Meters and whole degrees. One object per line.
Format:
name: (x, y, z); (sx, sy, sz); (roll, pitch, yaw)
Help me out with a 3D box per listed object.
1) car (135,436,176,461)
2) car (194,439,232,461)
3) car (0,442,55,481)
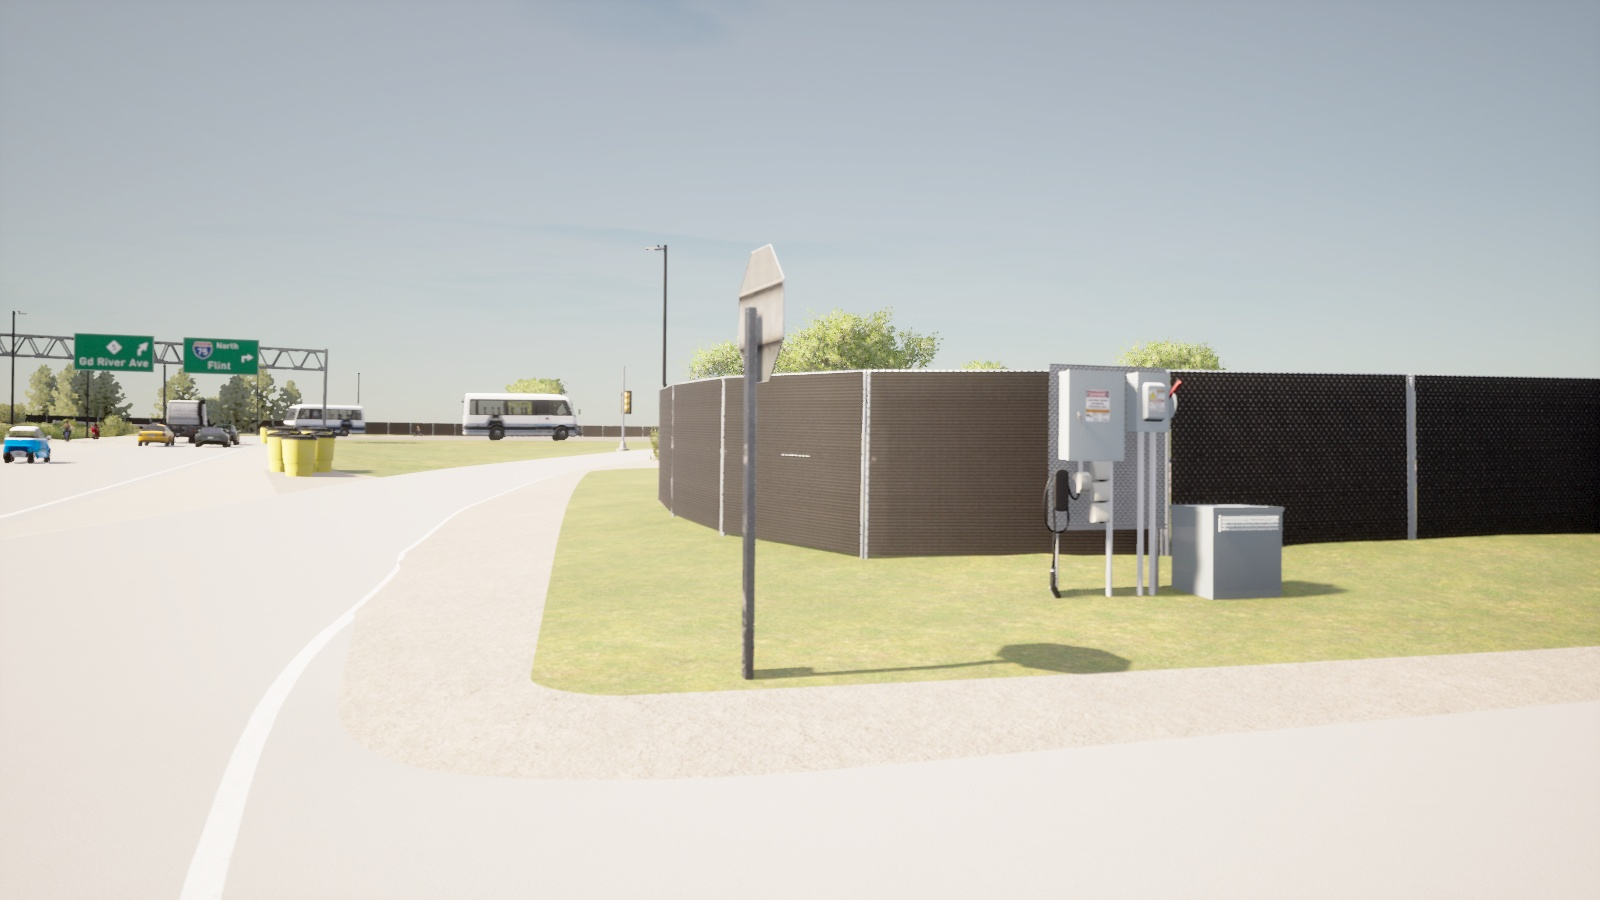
car: (-42.778, -0.133, 83.492); (1.801, 1.575, 5.366); (-1, 1, -21)
car: (-39.113, -0.029, 83.695); (1.994, 1.385, 4.181); (-1, 1, -21)
car: (-29.193, 0.418, 47.368); (1.481, 1.376, 2.207); (-1, 1, -21)
